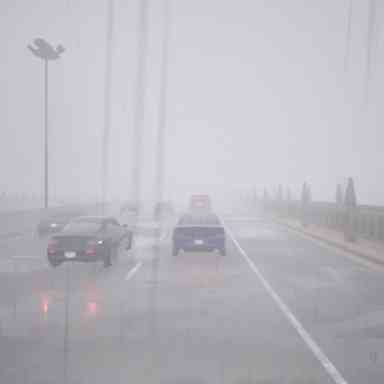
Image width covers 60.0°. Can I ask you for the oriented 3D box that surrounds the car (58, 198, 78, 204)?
[{"bbox_3d":[-19.738,1.605,53.693,1.895,1.301,4.718,0,0,2],"label":"car"}]

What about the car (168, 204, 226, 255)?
[{"bbox_3d":[0.287,1.479,13.326,1.882,1.535,5.008,0,0,1],"label":"car"}]

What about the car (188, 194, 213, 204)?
[{"bbox_3d":[0.809,1.225,32.418,2.150,2.045,5.566,0,0,2],"label":"car"}]

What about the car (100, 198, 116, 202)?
[{"bbox_3d":[-12.745,1.605,53.639,1.895,1.301,4.718,0,0,2],"label":"car"}]

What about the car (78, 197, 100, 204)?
[{"bbox_3d":[-16.224,1.495,54.295,2.128,1.511,4.902,0,0,2],"label":"car"}]

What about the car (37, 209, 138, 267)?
[{"bbox_3d":[-3.267,1.527,11.324,1.812,1.442,4.674,0,0,1],"label":"car"}]

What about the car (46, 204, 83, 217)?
[{"bbox_3d":[-6.595,1.565,18.028,1.994,1.385,4.181,0,0,1],"label":"car"}]

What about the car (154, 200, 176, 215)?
[{"bbox_3d":[-2.667,1.495,33.322,2.128,1.511,4.902,0,0,2],"label":"car"}]

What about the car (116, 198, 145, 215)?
[{"bbox_3d":[-6.137,1.529,34.390,1.812,1.442,4.674,0,0,2],"label":"car"}]
